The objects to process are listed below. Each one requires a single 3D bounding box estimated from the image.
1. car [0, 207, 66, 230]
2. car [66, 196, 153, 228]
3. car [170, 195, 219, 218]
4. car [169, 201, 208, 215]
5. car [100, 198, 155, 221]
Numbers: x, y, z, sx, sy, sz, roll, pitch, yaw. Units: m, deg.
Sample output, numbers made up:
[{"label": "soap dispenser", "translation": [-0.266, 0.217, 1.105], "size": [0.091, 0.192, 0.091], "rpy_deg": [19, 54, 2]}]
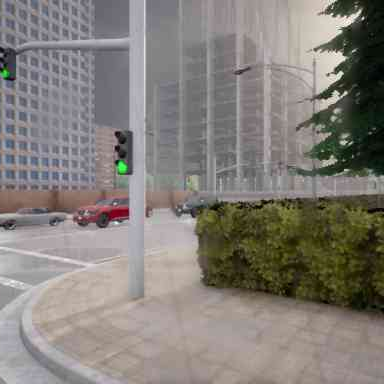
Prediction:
[{"label": "car", "translation": [-10.750, 1.656, 21.801], "size": [1.895, 1.301, 4.718], "rpy_deg": [0, 0, 35]}, {"label": "car", "translation": [-5.508, 1.277, 23.168], "size": [2.150, 2.045, 5.566], "rpy_deg": [0, 0, 33]}, {"label": "car", "translation": [0.528, 1.277, 31.595], "size": [2.150, 2.045, 5.566], "rpy_deg": [0, 0, 36]}, {"label": "car", "translation": [-0.309, 1.656, 36.444], "size": [1.895, 1.301, 4.718], "rpy_deg": [0, 0, 36]}, {"label": "car", "translation": [-5.536, 1.407, 29.130], "size": [2.097, 1.767, 4.553], "rpy_deg": [0, 0, 35]}]
